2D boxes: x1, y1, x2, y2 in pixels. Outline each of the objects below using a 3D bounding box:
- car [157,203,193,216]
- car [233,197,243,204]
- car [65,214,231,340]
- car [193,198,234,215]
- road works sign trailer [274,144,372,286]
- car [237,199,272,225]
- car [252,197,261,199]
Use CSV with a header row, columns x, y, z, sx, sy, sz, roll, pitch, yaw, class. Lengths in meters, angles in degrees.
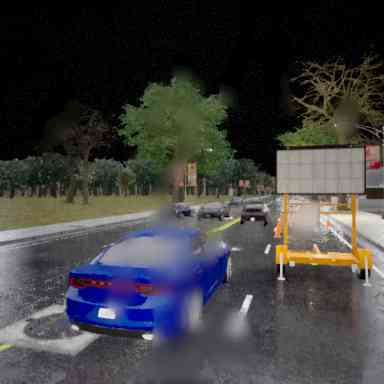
x,y,z,sx,sy,sz,roll,pitch,yaw,class
-1.246,1.622,27.878,1.895,1.301,4.718,0,0,16,car
7.922,1.602,58.981,1.837,1.490,4.892,0,0,17,car
-0.444,1.480,6.853,1.882,1.535,5.008,0,0,16,car
1.870,1.499,26.954,1.882,1.535,5.008,0,0,16,car
3.650,0.470,9.604,2.380,3.560,2.880,0,0,16,road works sign trailer
4.751,1.527,24.517,1.837,1.490,4.892,0,0,16,car
11.608,1.629,59.931,1.812,1.442,4.674,0,0,17,car
